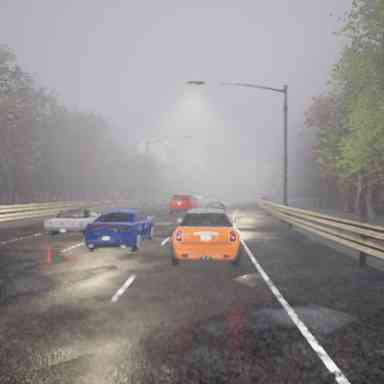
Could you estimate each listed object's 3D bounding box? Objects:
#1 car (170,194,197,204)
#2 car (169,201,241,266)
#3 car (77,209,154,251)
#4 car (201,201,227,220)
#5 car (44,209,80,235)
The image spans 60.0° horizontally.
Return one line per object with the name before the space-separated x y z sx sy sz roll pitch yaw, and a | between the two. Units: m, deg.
car | -0.841 1.225 34.202 2.150 2.045 5.566 0 0 8
car | 0.507 1.358 11.807 2.097 1.767 4.553 0 0 3
car | -2.875 1.475 14.145 1.882 1.535 5.008 0 0 3
car | 2.100 1.565 29.890 2.033 1.411 5.357 0 0 7
car | -6.104 1.587 18.373 1.895 1.301 4.718 0 0 4
